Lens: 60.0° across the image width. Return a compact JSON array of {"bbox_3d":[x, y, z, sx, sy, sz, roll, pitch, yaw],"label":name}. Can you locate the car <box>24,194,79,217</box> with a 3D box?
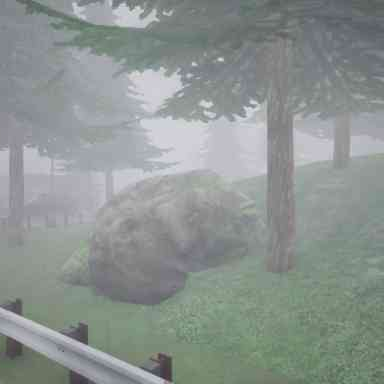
[{"bbox_3d":[-12.270,1.206,28.083,2.150,2.045,5.566,0,0,36],"label":"car"}]
